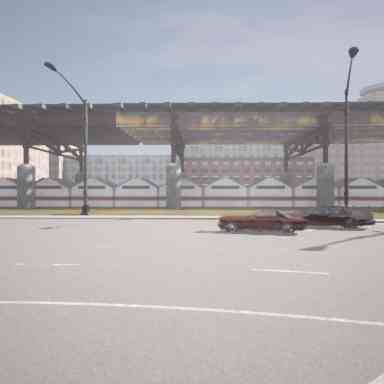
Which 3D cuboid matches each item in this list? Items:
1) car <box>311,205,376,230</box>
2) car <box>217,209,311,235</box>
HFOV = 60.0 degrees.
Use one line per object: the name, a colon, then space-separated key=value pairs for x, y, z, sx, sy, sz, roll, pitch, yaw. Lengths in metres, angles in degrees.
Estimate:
car: x=8.370 y=1.547 z=20.768 sx=5.357 sy=1.411 sz=2.033 roll=0 pitch=0 yaw=15
car: x=3.779 y=1.601 z=18.277 sx=4.718 sy=1.301 sz=1.895 roll=0 pitch=0 yaw=11
